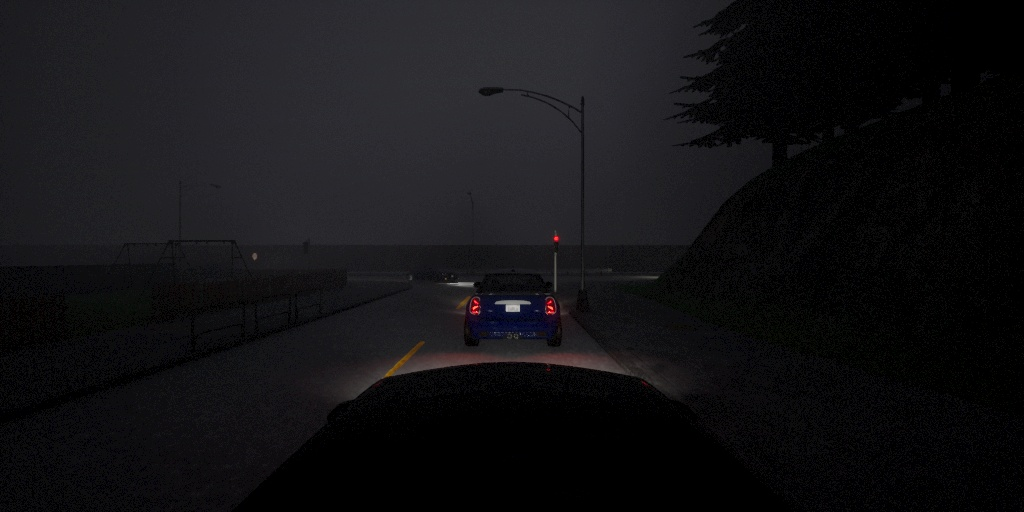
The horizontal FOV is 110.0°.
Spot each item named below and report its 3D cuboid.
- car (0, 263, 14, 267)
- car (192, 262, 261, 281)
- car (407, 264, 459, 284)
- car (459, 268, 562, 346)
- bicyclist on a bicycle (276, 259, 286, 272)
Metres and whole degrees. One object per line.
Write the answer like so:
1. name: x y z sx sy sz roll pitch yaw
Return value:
1. car: -48.578 1.351 33.476 4.718 1.301 1.895 0 0 1
2. car: -23.314 1.241 29.327 4.902 1.511 2.128 0 0 0
3. car: -6.045 1.314 27.379 4.181 1.385 1.994 0 0 32
4. car: 0.036 1.102 9.537 2.097 1.767 4.553 0 0 0
5. bicyclist on a bicycle: -24.264 1.099 37.725 0.582 1.620 1.656 0 0 0
